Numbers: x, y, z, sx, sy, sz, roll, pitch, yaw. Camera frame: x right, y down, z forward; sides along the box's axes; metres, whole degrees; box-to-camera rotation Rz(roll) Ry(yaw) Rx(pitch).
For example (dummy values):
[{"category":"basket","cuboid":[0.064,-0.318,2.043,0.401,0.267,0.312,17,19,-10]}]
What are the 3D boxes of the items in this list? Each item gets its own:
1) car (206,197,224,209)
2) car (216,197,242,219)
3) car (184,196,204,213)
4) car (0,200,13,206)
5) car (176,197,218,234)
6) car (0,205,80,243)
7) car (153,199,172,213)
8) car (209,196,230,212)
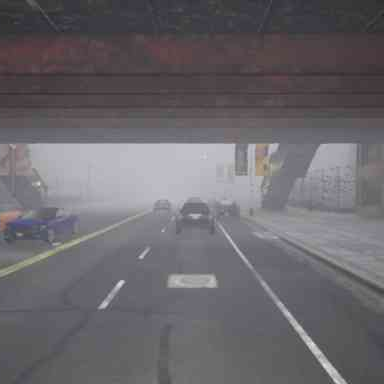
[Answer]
[{"category":"car","cuboid":[3.060,1.466,45.845,2.097,1.535,5.008,0,0,0]},{"category":"car","cuboid":[3.152,1.473,28.644,2.231,1.521,4.892,0,0,10]},{"category":"car","cuboid":[0.245,1.341,37.477,2.097,1.767,4.553,0,0,0]},{"category":"car","cuboid":[-10.545,1.347,16.857,2.097,1.767,4.553,0,0,1]},{"category":"car","cuboid":[0.192,1.346,19.440,2.097,1.767,4.553,0,0,0]},{"category":"car","cuboid":[-7.052,1.473,16.138,1.882,1.535,5.008,0,0,0]},{"category":"car","cuboid":[-3.251,1.536,37.039,2.033,1.411,5.357,0,0,0]},{"category":"car","cuboid":[3.195,1.343,39.419,2.185,1.767,4.553,0,0,0]}]
